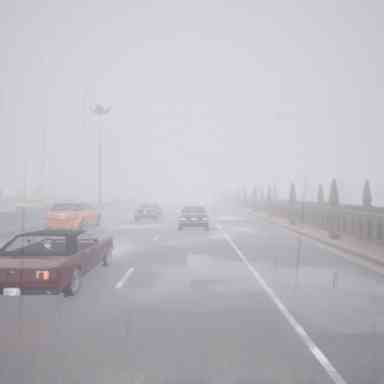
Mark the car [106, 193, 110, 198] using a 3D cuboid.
[{"bbox_3d":[-22.091,1.014,90.054,2.150,2.045,5.566,0,0,-10],"label":"car"}]

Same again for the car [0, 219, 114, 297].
[{"bbox_3d":[-3.399,1.601,8.527,1.895,1.301,4.718,0,0,0],"label":"car"}]

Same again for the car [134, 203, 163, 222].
[{"bbox_3d":[-3.397,1.549,26.537,2.033,1.411,5.357,0,0,0],"label":"car"}]

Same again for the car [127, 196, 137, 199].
[{"bbox_3d":[-14.008,1.585,77.833,1.882,1.535,5.008,0,0,-1],"label":"car"}]

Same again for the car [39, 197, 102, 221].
[{"bbox_3d":[-6.898,1.353,19.795,2.097,1.767,4.553,0,0,0],"label":"car"}]

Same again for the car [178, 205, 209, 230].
[{"bbox_3d":[0.103,1.548,21.047,2.033,1.411,5.357,0,0,0],"label":"car"}]

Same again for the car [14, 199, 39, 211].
[{"bbox_3d":[-17.586,1.484,36.678,1.882,1.535,5.008,0,0,0],"label":"car"}]

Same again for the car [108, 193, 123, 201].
[{"bbox_3d":[-17.507,1.647,77.510,2.033,1.411,5.357,0,0,-1],"label":"car"}]

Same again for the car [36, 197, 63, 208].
[{"bbox_3d":[-21.053,1.502,49.361,1.882,1.535,5.008,0,0,0],"label":"car"}]
